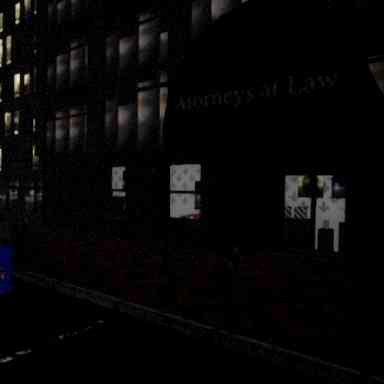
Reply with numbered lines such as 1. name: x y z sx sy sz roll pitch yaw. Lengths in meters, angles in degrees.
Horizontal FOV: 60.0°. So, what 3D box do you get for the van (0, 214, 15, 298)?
1. van: -5.155 1.180 6.558 3.998 1.788 1.690 1 1 36
